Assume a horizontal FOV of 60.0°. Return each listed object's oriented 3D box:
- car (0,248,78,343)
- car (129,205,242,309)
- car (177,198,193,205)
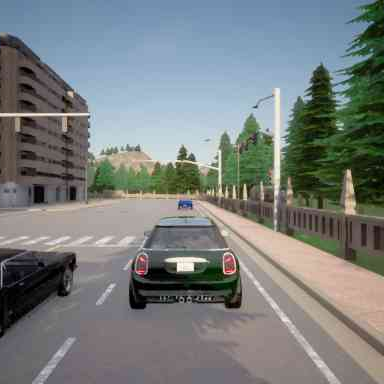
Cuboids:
[{"bbox_3d":[-3.548,1.601,5.660,1.895,1.301,4.718,0,0,-1],"label":"car"},{"bbox_3d":[-0.133,1.352,8.033,2.097,1.767,4.553,0,0,0],"label":"car"},{"bbox_3d":[-0.888,1.478,44.044,1.882,1.535,5.008,0,0,-1],"label":"car"}]
